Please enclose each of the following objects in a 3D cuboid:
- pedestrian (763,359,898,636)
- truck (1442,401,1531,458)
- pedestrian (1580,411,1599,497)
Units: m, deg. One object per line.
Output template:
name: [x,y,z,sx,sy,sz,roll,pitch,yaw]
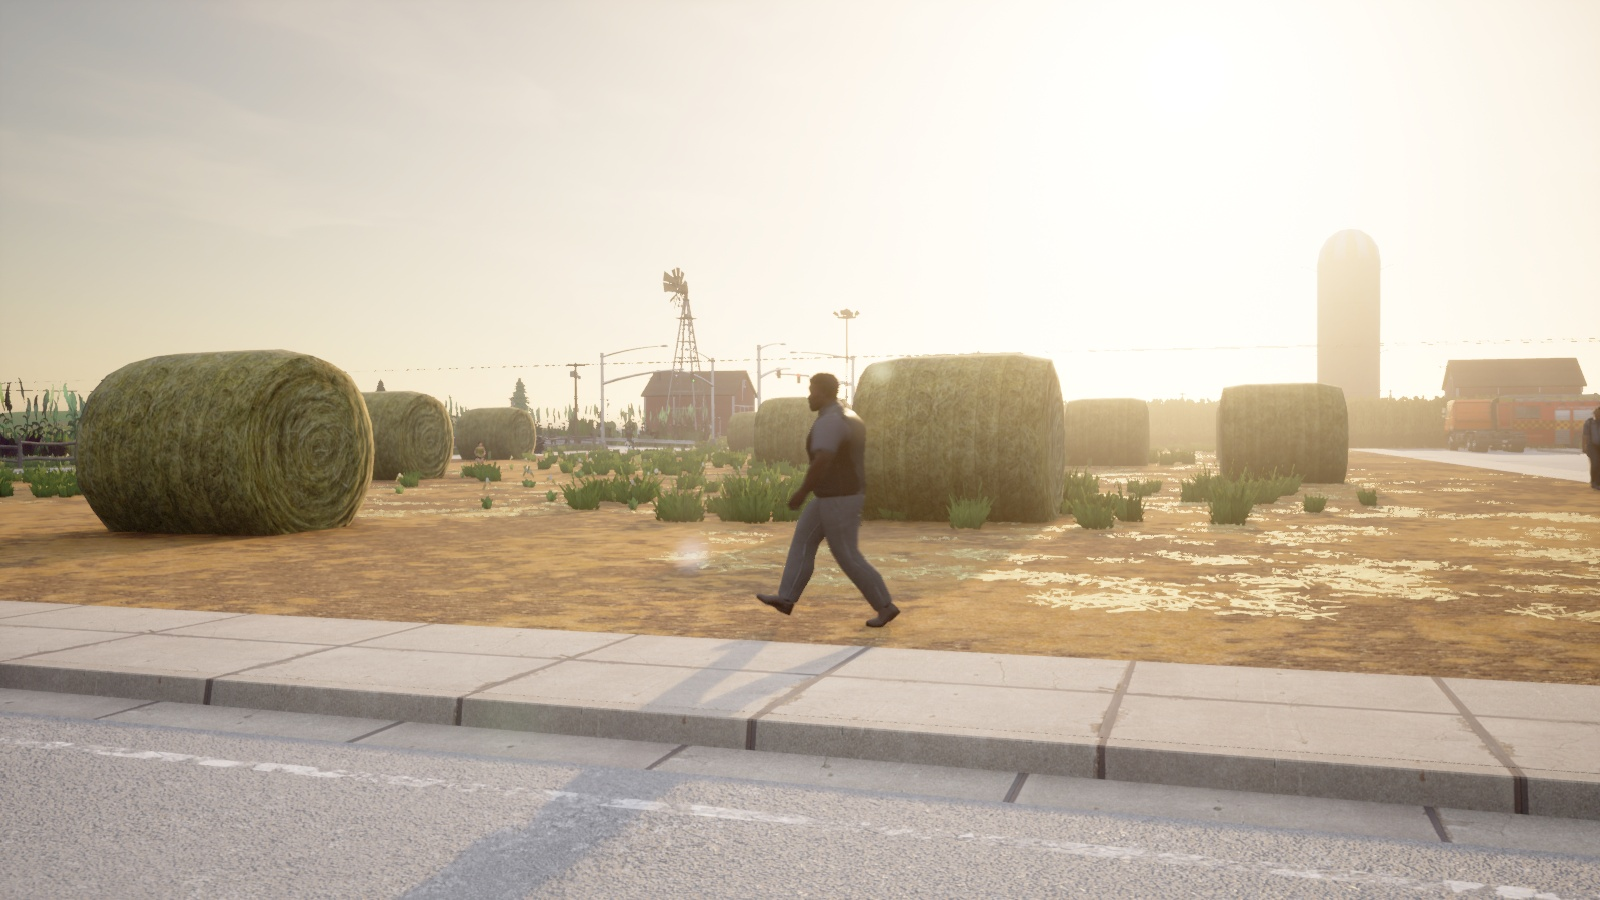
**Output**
pedestrian: [0.226,0.318,8.898,0.849,1.883,0.563,0,1,13]
truck: [43.649,-1.300,80.130,2.891,3.462,7.936,0,1,12]
pedestrian: [17.248,0.083,27.151,0.540,1.848,0.694,1,1,25]
